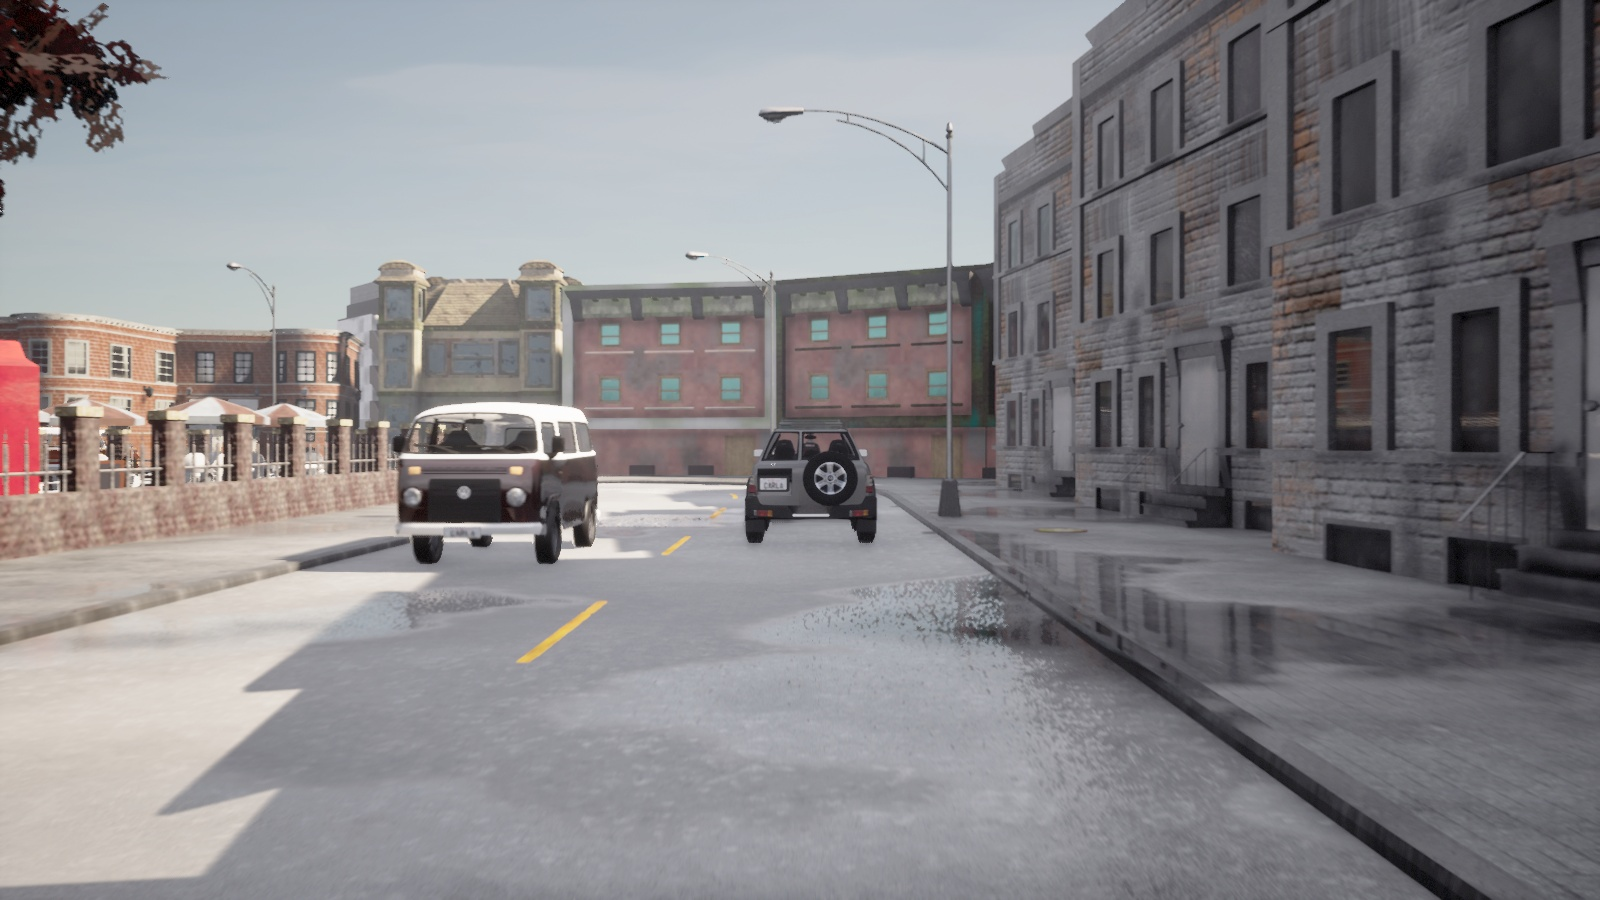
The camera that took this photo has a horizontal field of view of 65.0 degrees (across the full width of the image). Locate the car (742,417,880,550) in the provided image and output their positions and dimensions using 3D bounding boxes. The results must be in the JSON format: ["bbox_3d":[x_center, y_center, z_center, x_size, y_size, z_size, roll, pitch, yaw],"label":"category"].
[{"bbox_3d":[0.163,0.454,19.835,1.932,1.855,4.605,0,0,0],"label":"car"}]

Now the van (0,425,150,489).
[{"bbox_3d":[-24.013,0.224,40.995,4.480,2.038,2.069,0,0,1],"label":"van"}]

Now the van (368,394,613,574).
[{"bbox_3d":[-3.856,0.375,16.516,2.069,2.038,4.480,0,0,1],"label":"van"}]
